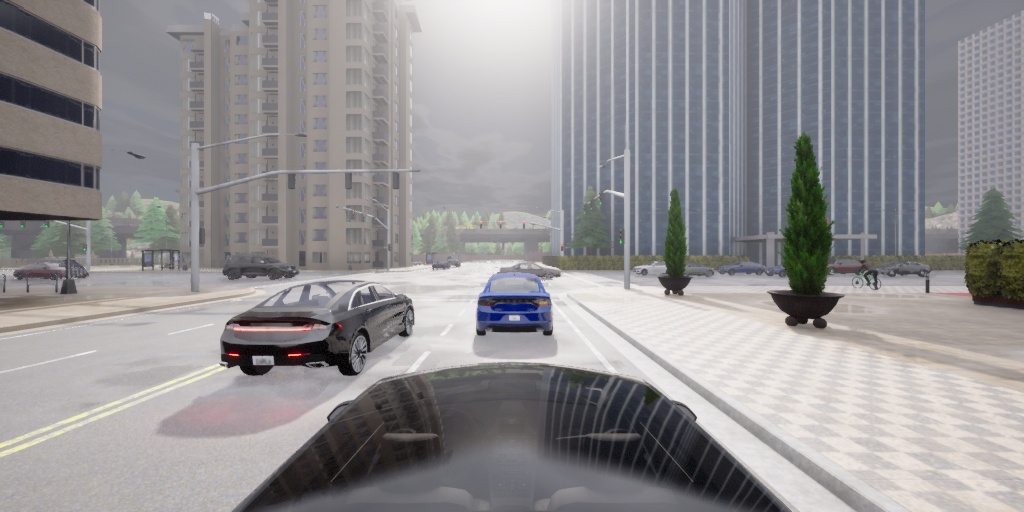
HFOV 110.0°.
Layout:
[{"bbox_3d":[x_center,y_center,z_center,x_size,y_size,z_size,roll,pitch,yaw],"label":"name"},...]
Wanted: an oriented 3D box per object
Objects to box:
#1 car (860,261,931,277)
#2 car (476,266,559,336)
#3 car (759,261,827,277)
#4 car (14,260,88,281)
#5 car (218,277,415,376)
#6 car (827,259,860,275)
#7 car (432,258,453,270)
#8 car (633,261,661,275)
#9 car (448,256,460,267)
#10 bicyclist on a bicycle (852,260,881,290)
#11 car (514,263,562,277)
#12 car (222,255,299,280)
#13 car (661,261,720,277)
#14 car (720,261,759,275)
[{"bbox_3d":[37.234,1.242,34.538,4.902,1.511,2.128,0,0,0],"label":"car"},{"bbox_3d":[0.071,1.228,10.455,1.882,1.535,5.008,0,0,0],"label":"car"},{"bbox_3d":[26.913,1.276,34.440,4.674,1.442,1.812,0,0,0],"label":"car"},{"bbox_3d":[-38.639,1.276,30.075,4.674,1.442,1.812,0,0,-1],"label":"car"},{"bbox_3d":[-3.446,1.242,7.416,2.128,1.511,4.902,0,0,0],"label":"car"},{"bbox_3d":[34.359,1.102,38.014,4.553,1.767,2.097,0,0,0],"label":"car"},{"bbox_3d":[-10.621,1.351,53.575,1.895,1.301,4.718,0,0,0],"label":"car"},{"bbox_3d":[15.191,1.276,37.824,4.674,1.442,1.812,0,0,-1],"label":"car"},{"bbox_3d":[-10.588,0.971,64.249,2.150,2.045,5.566,0,0,0],"label":"car"},{"bbox_3d":[19.632,1.051,19.886,0.582,1.620,1.656,0,0,-1],"label":"bicyclist on a bicycle"},{"bbox_3d":[1.486,1.298,30.478,5.357,1.411,2.033,0,0,-1],"label":"car"},{"bbox_3d":[-21.137,0.971,30.241,5.566,2.045,2.150,0,0,-1],"label":"car"},{"bbox_3d":[16.994,1.314,34.343,4.181,1.385,1.994,0,0,-1],"label":"car"},{"bbox_3d":[24.274,1.276,37.917,4.674,1.442,1.812,0,0,0],"label":"car"}]
